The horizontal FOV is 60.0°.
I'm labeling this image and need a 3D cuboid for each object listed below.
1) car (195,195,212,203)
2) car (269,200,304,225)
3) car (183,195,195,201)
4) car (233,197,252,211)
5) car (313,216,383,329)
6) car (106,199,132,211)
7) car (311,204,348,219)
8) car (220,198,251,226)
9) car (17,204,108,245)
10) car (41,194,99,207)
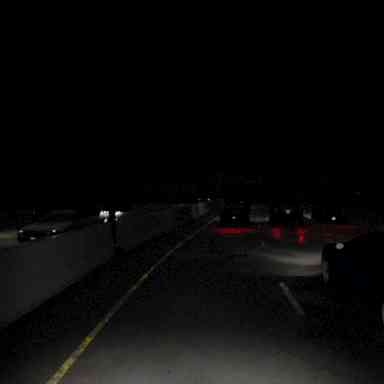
[{"bbox_3d":[2.472,1.359,59.854,2.097,1.767,4.553,0,-1,10],"label":"car"},{"bbox_3d":[6.751,1.353,24.193,2.097,1.767,4.553,0,0,10],"label":"car"},{"bbox_3d":[-0.434,1.221,63.424,1.882,1.535,5.008,0,-1,10],"label":"car"},{"bbox_3d":[6.472,1.478,42.253,2.128,1.511,4.902,0,0,10],"label":"car"},{"bbox_3d":[4.037,1.484,6.375,1.882,1.535,5.008,0,0,5],"label":"car"},{"bbox_3d":[-8.582,1.510,38.739,1.994,1.385,4.181,0,0,11],"label":"car"},{"bbox_3d":[10.667,1.612,26.252,1.895,1.301,4.718,0,0,10],"label":"car"},{"bbox_3d":[3.091,1.469,23.619,1.882,1.535,5.008,0,0,10],"label":"car"},{"bbox_3d":[-5.723,1.498,14.947,1.812,1.442,4.674,0,0,9],"label":"car"},{"bbox_3d":[-8.095,1.181,22.016,2.150,2.045,5.566,0,0,10],"label":"car"}]
